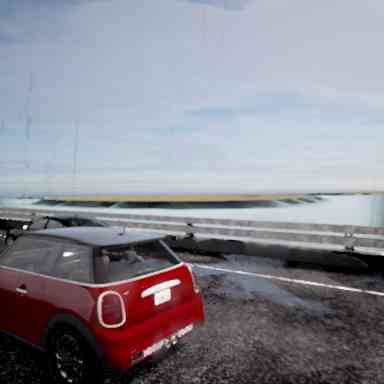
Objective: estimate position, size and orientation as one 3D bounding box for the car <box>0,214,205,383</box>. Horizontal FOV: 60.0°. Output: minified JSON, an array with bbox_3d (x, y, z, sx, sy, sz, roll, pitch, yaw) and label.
[{"bbox_3d":[-2.104,1.368,5.504,4.553,1.767,2.097,0,0,36],"label":"car"}]

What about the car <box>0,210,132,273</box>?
[{"bbox_3d":[-4.526,1.511,11.551,5.008,1.535,1.882,0,0,36],"label":"car"}]
